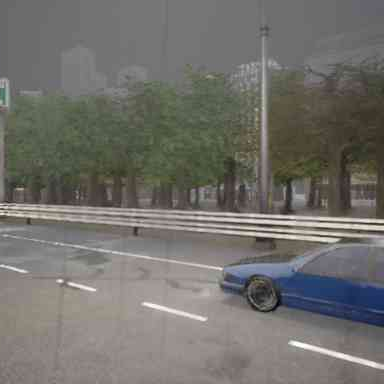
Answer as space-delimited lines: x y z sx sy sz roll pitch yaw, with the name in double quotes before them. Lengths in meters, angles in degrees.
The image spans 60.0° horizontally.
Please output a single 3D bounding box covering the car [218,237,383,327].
"car" 3.146 1.548 5.923 5.357 1.411 2.033 0 0 35
